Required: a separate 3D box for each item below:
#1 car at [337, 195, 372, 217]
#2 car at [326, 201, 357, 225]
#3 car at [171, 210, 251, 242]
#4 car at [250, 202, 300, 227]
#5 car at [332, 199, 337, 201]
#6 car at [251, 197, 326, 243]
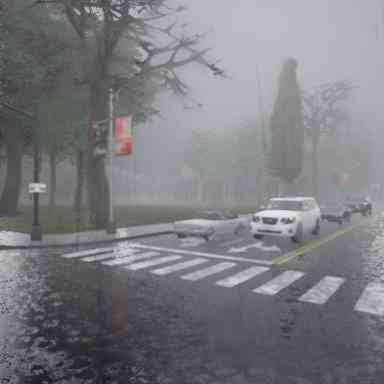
[{"bbox_3d":[16.919,1.356,34.105,2.150,2.045,5.566,0,0,36],"label":"car"},{"bbox_3d":[10.921,1.639,25.560,2.033,1.411,5.357,0,0,35],"label":"car"},{"bbox_3d":[1.021,1.644,17.097,1.895,1.301,4.718,0,0,35],"label":"car"},{"bbox_3d":[6.263,1.550,24.575,1.882,1.535,5.008,0,0,35],"label":"car"},{"bbox_3d":[17.908,1.655,41.127,2.128,1.511,4.902,0,0,36],"label":"car"},{"bbox_3d":[4.949,1.278,17.049,2.150,2.045,5.566,0,0,34],"label":"car"}]
